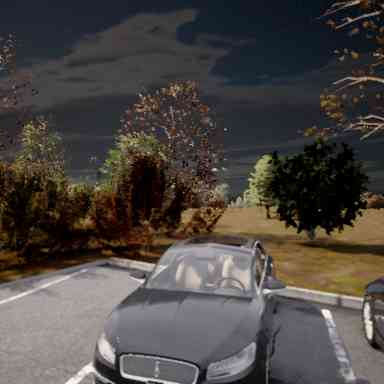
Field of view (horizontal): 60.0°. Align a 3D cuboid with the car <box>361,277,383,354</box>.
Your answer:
[{"bbox_3d":[3.091,1.481,3.292,2.231,1.521,4.892,0,-1,15],"label":"car"}]

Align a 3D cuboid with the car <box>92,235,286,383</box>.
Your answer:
[{"bbox_3d":[0.334,1.504,5.272,2.231,1.521,4.892,0,-1,16],"label":"car"}]
